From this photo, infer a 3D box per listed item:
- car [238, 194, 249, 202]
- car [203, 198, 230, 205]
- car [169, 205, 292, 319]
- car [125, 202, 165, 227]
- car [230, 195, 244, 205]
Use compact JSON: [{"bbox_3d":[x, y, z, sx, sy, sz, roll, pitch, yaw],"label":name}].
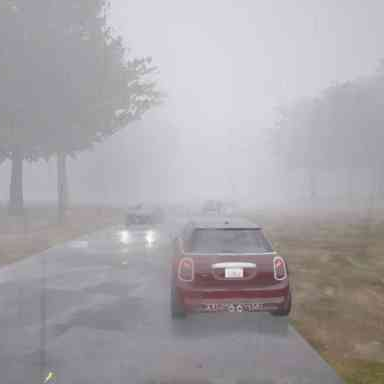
[{"bbox_3d":[8.899,1.171,60.683,2.128,1.511,4.902,0,1,28],"label":"car"},{"bbox_3d":[2.394,1.541,35.852,2.033,1.411,5.357,0,0,14],"label":"car"},{"bbox_3d":[0.565,1.351,7.599,2.097,1.767,4.553,0,0,-3],"label":"car"},{"bbox_3d":[-3.105,1.478,22.784,1.882,1.535,5.008,0,0,6],"label":"car"},{"bbox_3d":[5.381,1.532,45.731,1.895,1.301,4.718,0,1,22],"label":"car"}]
